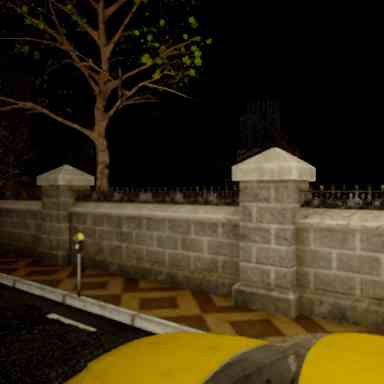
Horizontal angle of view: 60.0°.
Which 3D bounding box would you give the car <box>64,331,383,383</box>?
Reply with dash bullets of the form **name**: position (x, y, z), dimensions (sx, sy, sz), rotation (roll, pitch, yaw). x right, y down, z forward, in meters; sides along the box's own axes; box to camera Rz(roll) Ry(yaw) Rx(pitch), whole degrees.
- **car**: position (1.059, 1.525, 1.965), dimensions (4.829, 1.417, 1.752), rotation (0, 0, 35)
